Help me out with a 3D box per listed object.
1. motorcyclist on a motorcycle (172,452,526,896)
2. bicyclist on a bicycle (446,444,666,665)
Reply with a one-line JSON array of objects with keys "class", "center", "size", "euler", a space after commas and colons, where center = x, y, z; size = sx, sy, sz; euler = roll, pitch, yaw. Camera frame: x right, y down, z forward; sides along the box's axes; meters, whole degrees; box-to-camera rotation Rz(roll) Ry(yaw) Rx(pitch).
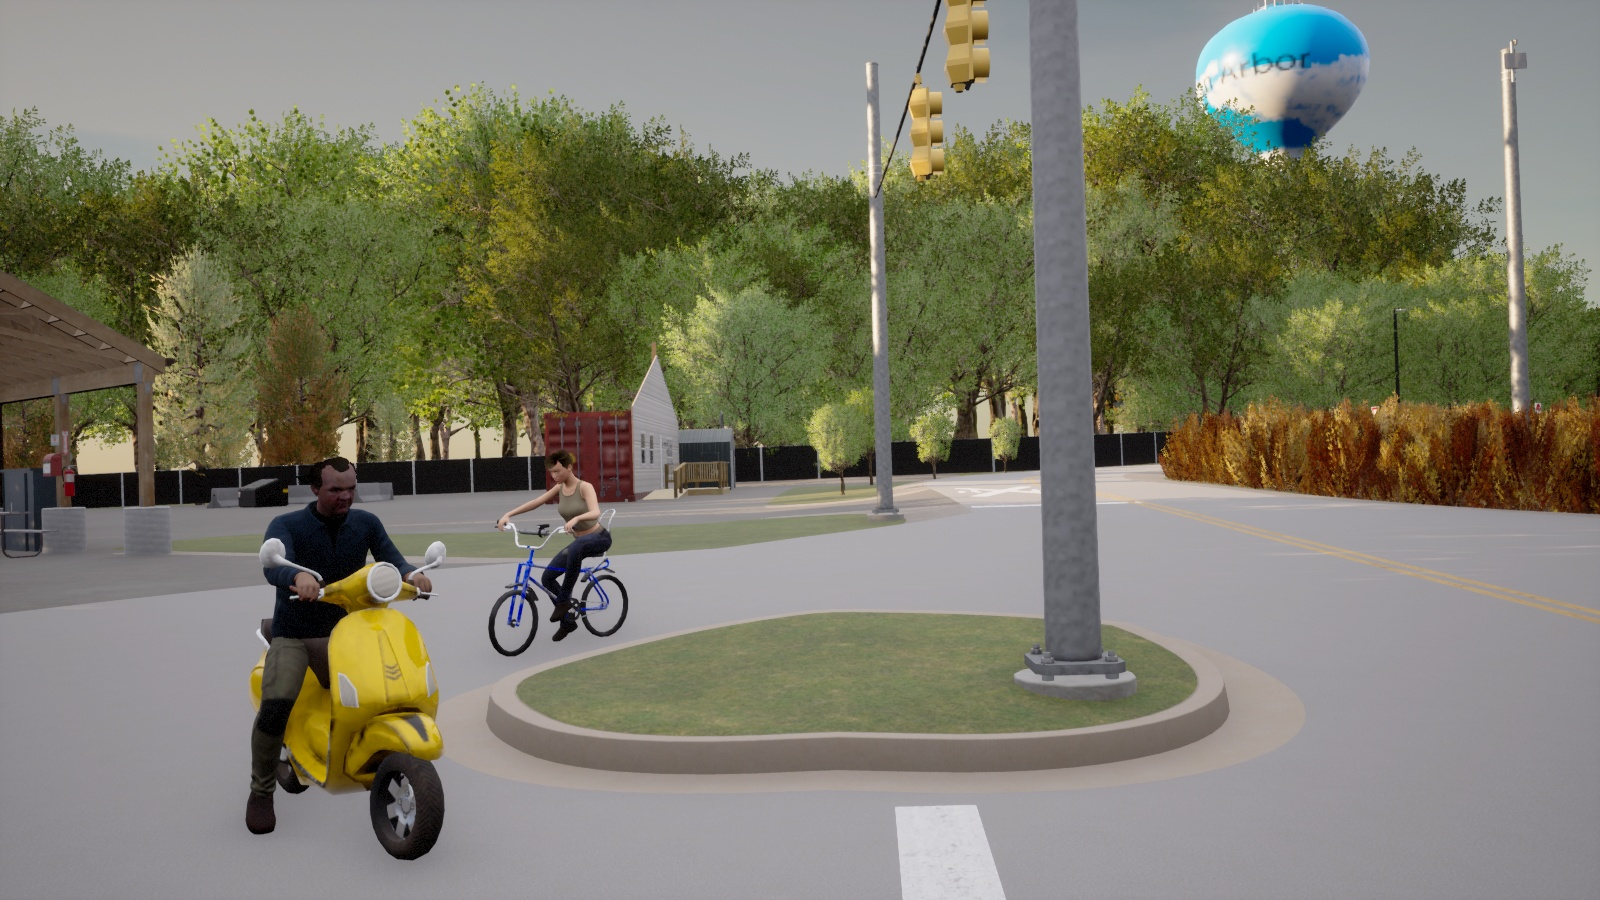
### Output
[{"class": "motorcyclist on a motorcycle", "center": [-2.027, 0.809, 5.479], "size": [0.866, 1.590, 1.817], "euler": [0, 0, -40]}, {"class": "bicyclist on a bicycle", "center": [-1.978, 0.793, 10.330], "size": [0.866, 1.612, 1.509], "euler": [-1, 2, 39]}]
